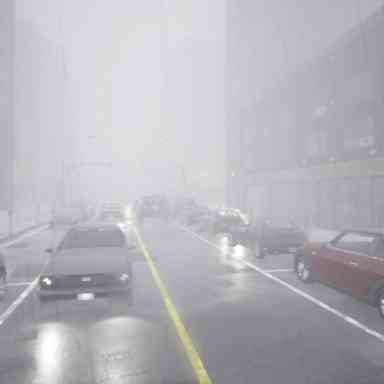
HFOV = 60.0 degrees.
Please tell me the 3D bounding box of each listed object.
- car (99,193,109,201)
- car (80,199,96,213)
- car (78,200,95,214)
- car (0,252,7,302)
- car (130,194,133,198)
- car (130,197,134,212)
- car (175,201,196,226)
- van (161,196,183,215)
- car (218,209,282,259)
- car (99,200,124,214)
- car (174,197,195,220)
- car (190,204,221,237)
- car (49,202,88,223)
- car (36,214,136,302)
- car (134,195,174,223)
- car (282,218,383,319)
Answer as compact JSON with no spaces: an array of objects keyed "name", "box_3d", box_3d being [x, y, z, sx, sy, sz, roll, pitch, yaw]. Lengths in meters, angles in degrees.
[{"name":"car","box_3d":[-22.934,1.457,85.862,1.967,1.590,4.097,0,0,-14]},{"name":"car","box_3d":[-10.431,1.424,32.275,1.967,1.590,4.097,0,0,-13]},{"name":"car","box_3d":[-9.228,1.550,26.883,1.947,1.339,4.313,0,0,-13]},{"name":"car","box_3d":[-4.414,1.551,5.313,1.947,1.339,4.313,0,0,-13]},{"name":"car","box_3d":[-14.655,1.639,87.893,1.802,1.307,4.206,0,0,-14]},{"name":"car","box_3d":[-5.888,1.611,38.137,1.895,1.301,4.718,0,0,-12]},{"name":"car","box_3d":[0.295,1.590,23.355,1.947,1.339,4.313,0,0,-13]},{"name":"van","box_3d":[-2.110,1.365,34.138,1.690,1.788,3.998,0,0,-13]},{"name":"car","box_3d":[2.701,1.576,12.573,2.008,1.369,4.403,0,0,-13]},{"name":"car","box_3d":[-6.595,1.597,27.313,1.895,1.301,4.718,0,0,-13]},{"name":"car","box_3d":[-0.907,1.339,28.747,2.192,1.841,5.009,0,0,-13]},{"name":"car","box_3d":[1.498,1.575,17.964,2.008,1.369,4.403,0,0,-13]},{"name":"car","box_3d":[-8.025,1.566,21.490,1.802,1.307,4.206,0,0,-13]},{"name":"car","box_3d":[-2.547,1.544,8.738,2.033,1.411,5.357,0,0,-13]},{"name":"car","box_3d":[-3.097,1.231,25.702,2.150,2.045,5.566,0,0,-12]},{"name":"car","box_3d":[3.905,1.465,7.182,1.967,1.590,4.097,0,0,-13]}]
